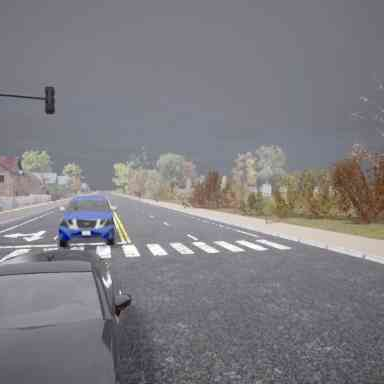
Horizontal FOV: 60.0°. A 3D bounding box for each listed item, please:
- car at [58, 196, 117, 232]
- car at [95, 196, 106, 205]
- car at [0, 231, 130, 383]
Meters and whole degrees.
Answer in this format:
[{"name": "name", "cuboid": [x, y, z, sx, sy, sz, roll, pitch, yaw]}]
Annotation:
[{"name": "car", "cuboid": [-4.722, 1.218, 15.331, 2.150, 2.045, 5.566, 0, 0, -15]}, {"name": "car", "cuboid": [-16.573, 1.456, 60.199, 1.837, 1.490, 4.892, 0, -1, -15]}, {"name": "car", "cuboid": [-1.746, 1.525, 3.976, 1.812, 1.442, 4.674, 0, 0, -12]}]
